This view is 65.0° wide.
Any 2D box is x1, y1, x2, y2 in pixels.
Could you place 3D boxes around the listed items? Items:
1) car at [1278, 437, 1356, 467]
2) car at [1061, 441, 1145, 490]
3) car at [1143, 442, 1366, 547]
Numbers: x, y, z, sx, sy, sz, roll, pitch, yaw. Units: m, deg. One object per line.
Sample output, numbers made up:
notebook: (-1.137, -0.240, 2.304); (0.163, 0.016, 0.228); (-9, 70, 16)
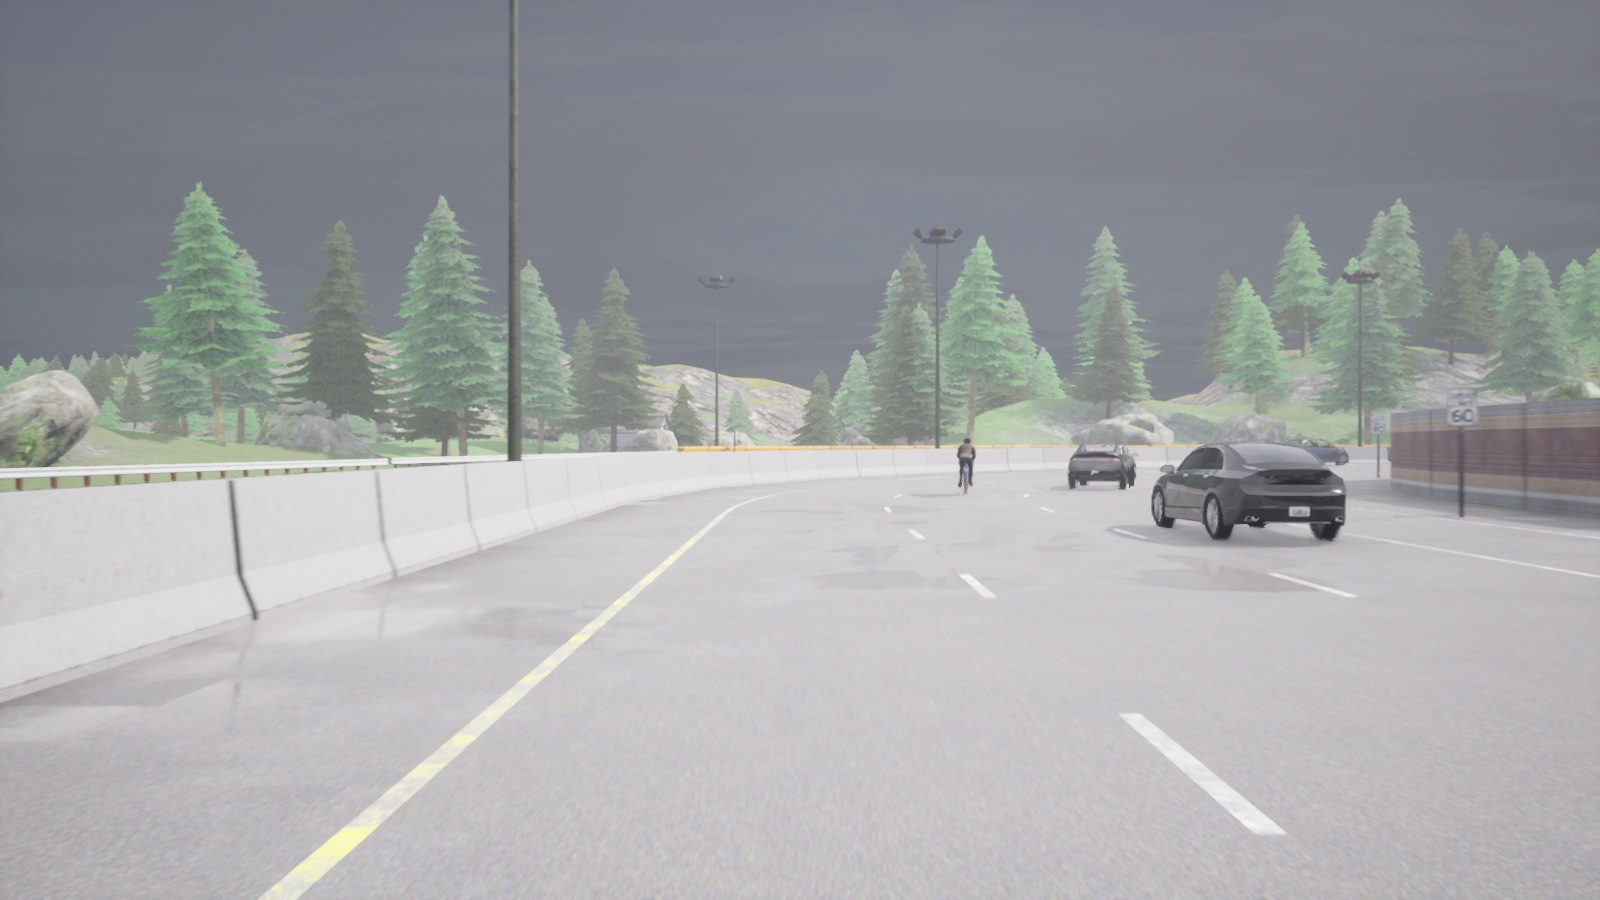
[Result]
car: (29.052, 0.100, 70.545); (3.988, 1.617, 1.851); (-1, 0, -25)
car: (10.000, 0.451, 41.114); (2.128, 1.511, 4.902); (0, 0, 20)
car: (7.153, 0.628, 20.375); (1.837, 1.490, 4.892); (0, 0, 0)
